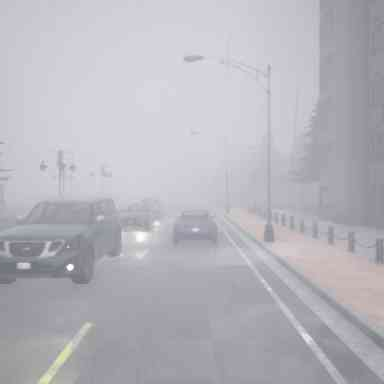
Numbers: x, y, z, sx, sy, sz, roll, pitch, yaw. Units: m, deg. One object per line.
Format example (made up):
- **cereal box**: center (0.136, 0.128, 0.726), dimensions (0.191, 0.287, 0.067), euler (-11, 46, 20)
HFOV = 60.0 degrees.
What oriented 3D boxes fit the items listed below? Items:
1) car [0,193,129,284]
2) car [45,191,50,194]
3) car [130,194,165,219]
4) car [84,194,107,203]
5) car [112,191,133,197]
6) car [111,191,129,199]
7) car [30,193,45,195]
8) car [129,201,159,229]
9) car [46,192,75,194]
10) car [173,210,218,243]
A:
- **car**: center (-3.572, 1.182, 9.846), dimensions (2.150, 2.045, 5.566), euler (0, 1, 0)
- **car**: center (-35.486, 1.008, 84.333), dimensions (4.514, 1.523, 2.007), euler (0, 0, 0)
- **car**: center (-3.458, 1.260, 27.513), dimensions (2.097, 1.767, 4.553), euler (0, 0, 1)
- **car**: center (-17.196, 1.181, 59.309), dimensions (3.633, 1.501, 1.845), euler (0, 0, 0)
- **car**: center (-16.999, 0.845, 77.891), dimensions (4.605, 1.855, 1.932), euler (0, 0, 0)
- **car**: center (-17.402, 0.815, 80.798), dimensions (3.866, 1.878, 1.905), euler (0, 0, 0)
- **car**: center (-35.560, 1.062, 74.340), dimensions (3.633, 1.501, 1.845), euler (0, 0, 0)
- **car**: center (-3.437, 1.495, 20.590), dimensions (1.994, 1.385, 4.181), euler (0, 0, 0)
- **car**: center (-24.607, 1.175, 62.313), dimensions (3.806, 1.475, 1.970), euler (0, 0, 0)
- **car**: center (0.145, 1.513, 15.667), dimensions (1.994, 1.385, 4.181), euler (0, 0, 0)
